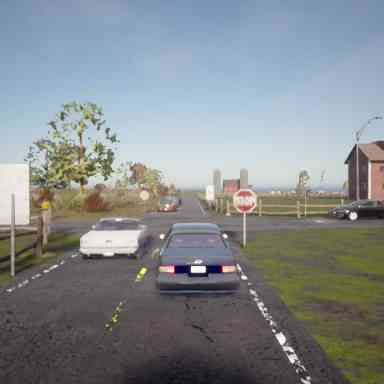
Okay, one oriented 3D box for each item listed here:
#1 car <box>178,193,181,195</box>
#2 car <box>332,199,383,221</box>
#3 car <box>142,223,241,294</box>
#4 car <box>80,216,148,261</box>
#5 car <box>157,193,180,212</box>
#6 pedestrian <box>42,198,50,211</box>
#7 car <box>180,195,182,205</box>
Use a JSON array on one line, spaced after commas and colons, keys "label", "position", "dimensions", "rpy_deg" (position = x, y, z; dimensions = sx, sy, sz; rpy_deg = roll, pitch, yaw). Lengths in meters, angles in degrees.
[{"label": "car", "position": [-2.880, 1.213, 59.146], "dimensions": [2.150, 2.045, 5.566], "rpy_deg": [0, 0, 0]}, {"label": "car", "position": [12.941, 1.283, 24.546], "dimensions": [4.892, 1.490, 1.837], "rpy_deg": [-1, 0, 0]}, {"label": "car", "position": [0.067, 1.546, 8.955], "dimensions": [2.033, 1.411, 5.357], "rpy_deg": [0, 0, -1]}, {"label": "car", "position": [-2.720, 1.598, 12.434], "dimensions": [1.895, 1.301, 4.718], "rpy_deg": [0, 0, -4]}, {"label": "car", "position": [-2.881, 1.346, 38.797], "dimensions": [2.097, 1.767, 4.553], "rpy_deg": [0, 0, 0]}, {"label": "pedestrian", "position": [-12.183, 1.410, 27.744], "dimensions": [0.375, 1.860, 0.375], "rpy_deg": [0, 1, 0]}, {"label": "car", "position": [-2.882, 1.519, 48.847], "dimensions": [1.812, 1.442, 4.674], "rpy_deg": [0, 0, 1]}]
